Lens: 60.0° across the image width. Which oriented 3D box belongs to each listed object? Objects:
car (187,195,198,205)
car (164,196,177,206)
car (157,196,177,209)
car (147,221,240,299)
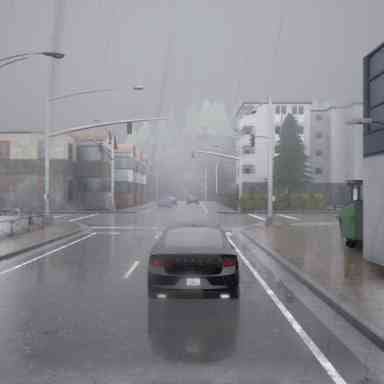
[{"bbox_3d":[0.104,1.352,60.303,2.097,1.767,4.553,0,0,0],"label":"car"},{"bbox_3d":[-3.570,1.477,56.715,1.882,1.535,5.008,0,0,1],"label":"car"},{"bbox_3d":[-3.583,1.547,44.893,2.033,1.411,5.357,0,0,0],"label":"car"},{"bbox_3d":[0.050,1.478,8.498,1.882,1.535,5.008,0,0,1],"label":"car"}]
